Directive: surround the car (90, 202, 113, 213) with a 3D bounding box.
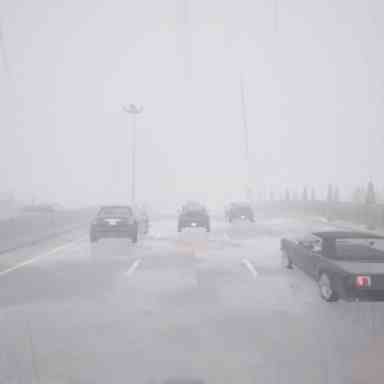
[{"bbox_3d":[-14.011,2.493,51.606,2.128,1.511,4.902,0,-5,0],"label":"car"}]

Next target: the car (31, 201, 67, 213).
[{"bbox_3d":[-17.534,1.812,41.008,2.033,1.411,5.357,0,-3,1],"label":"car"}]

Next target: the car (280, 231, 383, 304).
[{"bbox_3d":[3.601,1.600,8.102,1.895,1.301,4.718,0,0,0],"label":"car"}]

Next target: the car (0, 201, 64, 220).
[{"bbox_3d":[-10.586,1.545,22.269,2.033,1.411,5.357,0,0,0],"label":"car"}]

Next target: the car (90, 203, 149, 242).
[{"bbox_3d":[-3.396,1.350,16.356,2.097,1.767,4.553,0,0,0],"label":"car"}]

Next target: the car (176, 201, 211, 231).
[{"bbox_3d":[0.103,1.503,20.369,1.837,1.490,4.892,0,0,0],"label":"car"}]

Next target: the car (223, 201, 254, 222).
[{"bbox_3d":[3.604,1.503,25.972,1.837,1.490,4.892,0,0,0],"label":"car"}]

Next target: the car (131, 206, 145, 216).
[{"bbox_3d":[-10.488,3.775,64.567,1.882,1.535,5.008,0,-7,0],"label":"car"}]
